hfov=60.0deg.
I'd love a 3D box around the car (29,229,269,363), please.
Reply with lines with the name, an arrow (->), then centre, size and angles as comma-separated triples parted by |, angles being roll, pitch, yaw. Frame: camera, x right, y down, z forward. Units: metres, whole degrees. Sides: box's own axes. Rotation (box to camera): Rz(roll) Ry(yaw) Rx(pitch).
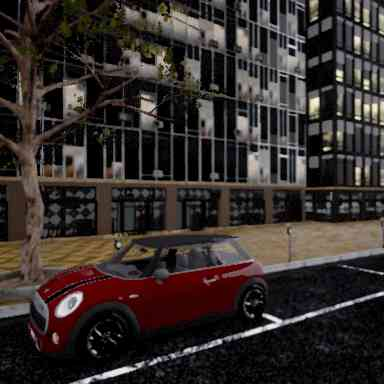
car -> -0.629, 1.527, 5.910 | 4.097, 1.590, 1.967 | 1, -1, -33
